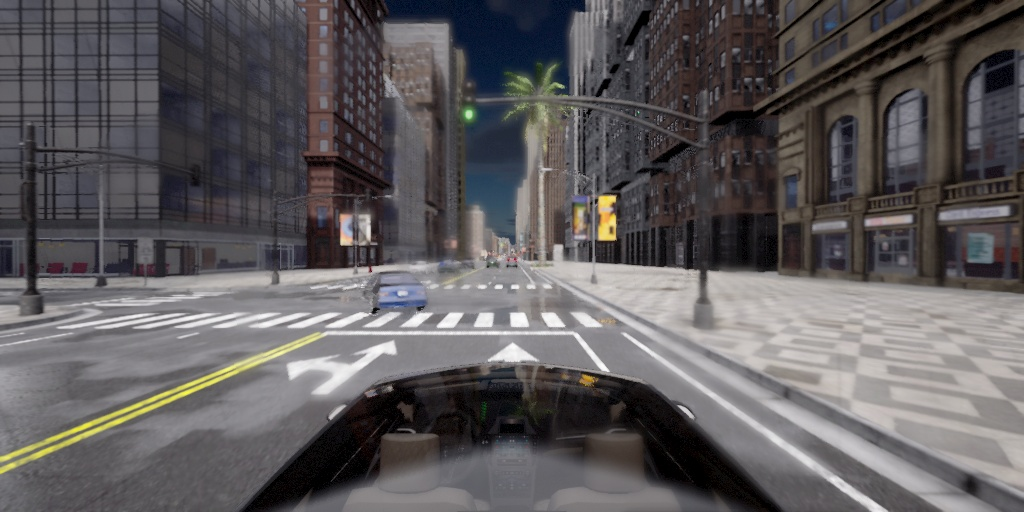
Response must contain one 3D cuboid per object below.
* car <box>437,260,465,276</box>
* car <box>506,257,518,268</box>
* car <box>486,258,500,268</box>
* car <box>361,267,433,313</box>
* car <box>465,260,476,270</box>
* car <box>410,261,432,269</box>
[{"bbox_3d":[-6.585,1.365,38.017,1.895,1.301,4.718,0,0,0],"label":"car"},{"bbox_3d":[-0.001,1.361,60.874,1.994,1.385,4.181,0,0,0],"label":"car"},{"bbox_3d":[-3.251,1.149,60.844,2.097,1.767,4.553,0,0,0],"label":"car"},{"bbox_3d":[-4.748,1.299,14.191,2.033,1.411,5.357,0,0,-27],"label":"car"},{"bbox_3d":[-6.555,1.347,53.781,1.994,1.385,4.181,0,0,1],"label":"car"},{"bbox_3d":[-9.832,1.290,38.595,1.812,1.442,4.674,0,0,0],"label":"car"}]
